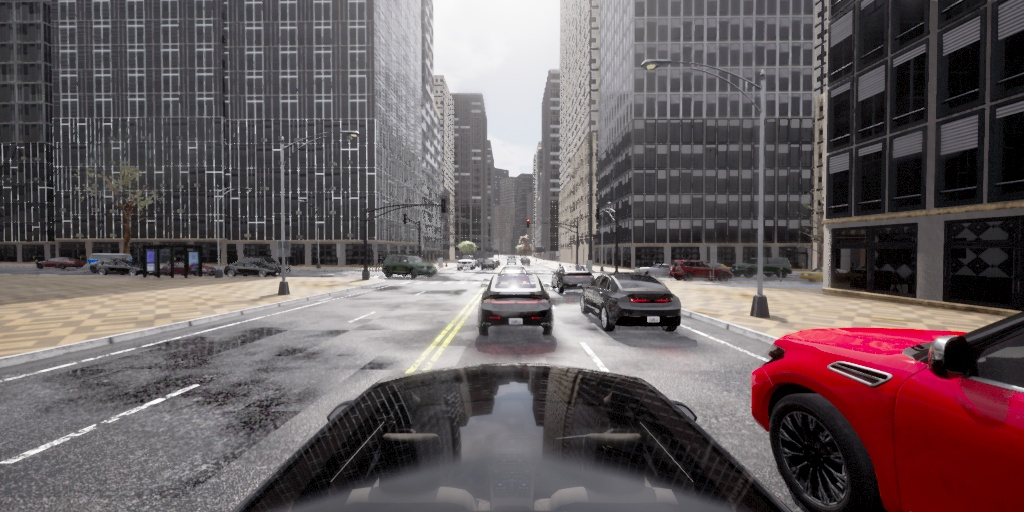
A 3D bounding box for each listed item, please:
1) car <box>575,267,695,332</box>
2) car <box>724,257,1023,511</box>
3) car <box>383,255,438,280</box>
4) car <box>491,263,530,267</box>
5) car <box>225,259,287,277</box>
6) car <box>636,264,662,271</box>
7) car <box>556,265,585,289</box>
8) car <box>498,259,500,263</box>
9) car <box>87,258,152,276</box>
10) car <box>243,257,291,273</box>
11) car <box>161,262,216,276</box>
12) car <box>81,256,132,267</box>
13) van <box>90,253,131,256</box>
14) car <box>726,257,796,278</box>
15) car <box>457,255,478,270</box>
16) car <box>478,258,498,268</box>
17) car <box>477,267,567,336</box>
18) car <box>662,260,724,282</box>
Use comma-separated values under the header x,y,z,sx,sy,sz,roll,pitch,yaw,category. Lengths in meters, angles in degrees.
x,y,z,sx,sy,sz,roll,pitch,yaw,category
3.339,1.251,10.888,1.837,1.490,4.892,0,0,0,car
3.349,0.972,1.024,2.150,2.045,5.566,0,0,0,car
-9.079,0.944,31.751,5.566,2.045,2.150,1,-1,35,car
0.080,1.288,20.128,2.033,1.411,5.357,0,0,0,car
-22.765,1.173,31.480,4.313,1.339,1.948,0,0,1,car
15.059,1.452,36.779,4.718,1.301,1.895,0,1,0,car
3.330,1.232,20.136,2.128,1.511,4.902,0,0,0,car
-3.400,1.267,61.752,1.994,1.385,4.181,0,0,0,car
-34.130,1.069,31.773,4.313,1.339,1.948,0,0,1,car
-23.695,0.907,34.201,4.553,1.767,2.097,1,1,1,car
-28.450,1.138,31.606,4.207,1.307,1.802,0,0,1,car
-37.781,0.953,34.475,4.674,1.442,1.812,0,1,1,car
-45.332,0.605,40.421,3.998,1.789,1.690,0,0,1,van
25.359,1.163,36.621,5.566,2.045,2.150,1,1,1,car
-6.647,0.935,52.614,2.150,2.045,5.566,0,0,0,car
-3.397,1.192,52.166,1.882,1.535,5.008,0,0,0,car
0.090,1.238,10.393,2.128,1.511,4.902,0,0,0,car
16.160,1.269,30.997,5.009,1.841,2.192,0,0,1,car
